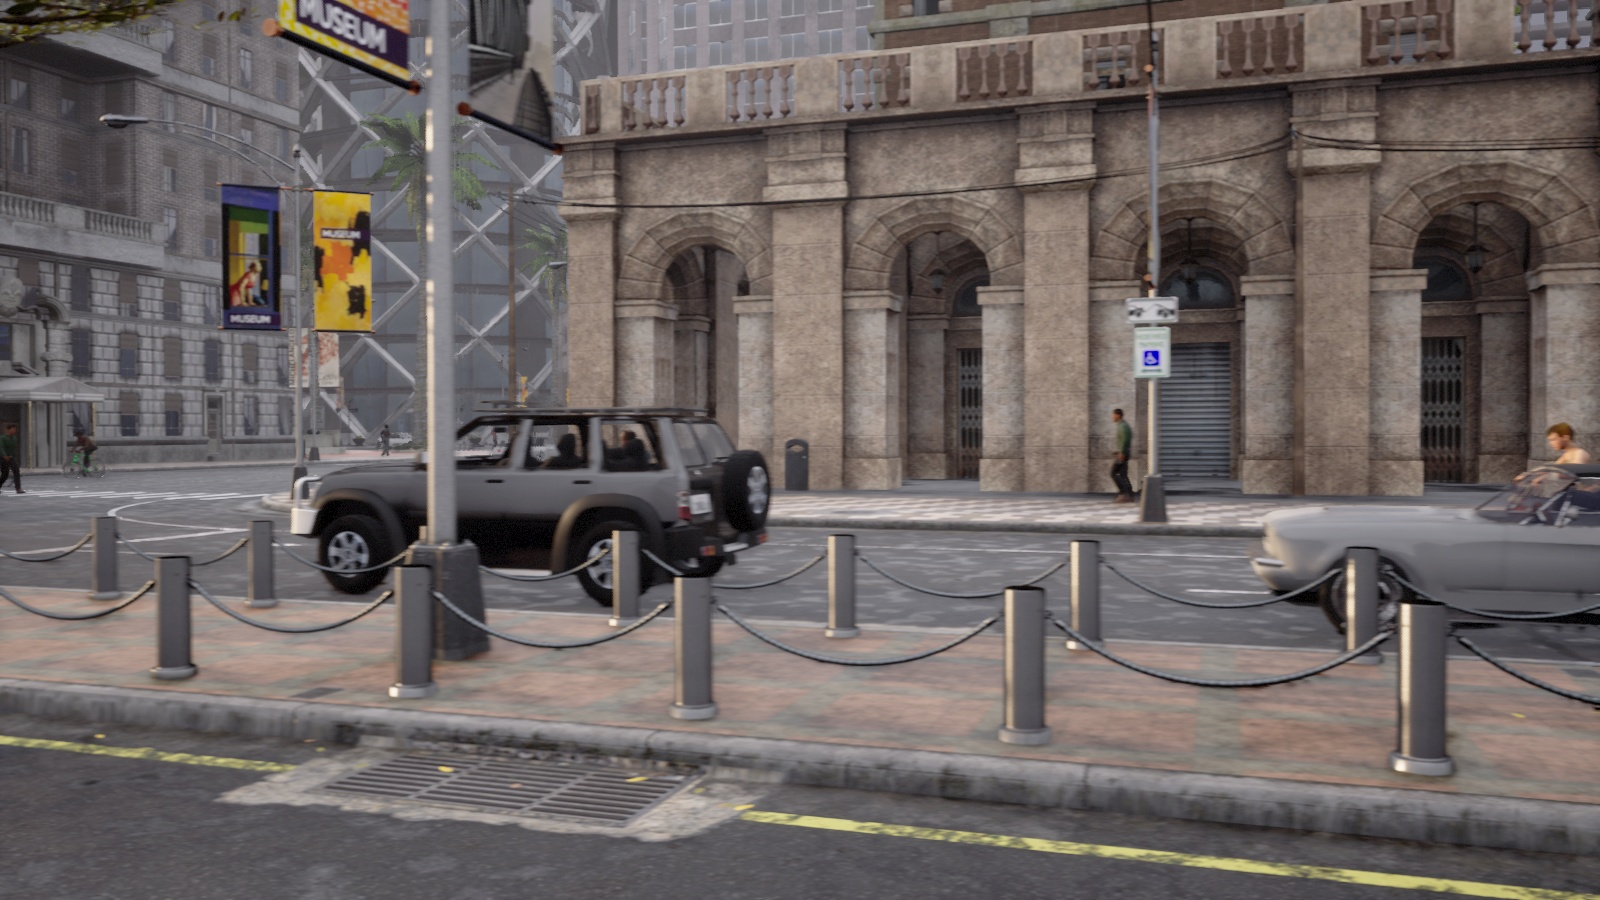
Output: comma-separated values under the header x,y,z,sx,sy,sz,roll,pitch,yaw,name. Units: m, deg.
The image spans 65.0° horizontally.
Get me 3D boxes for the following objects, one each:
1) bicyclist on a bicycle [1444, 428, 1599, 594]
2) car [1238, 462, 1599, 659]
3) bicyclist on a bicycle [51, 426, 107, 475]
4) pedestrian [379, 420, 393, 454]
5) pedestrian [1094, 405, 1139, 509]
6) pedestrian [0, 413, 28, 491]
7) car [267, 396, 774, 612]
x,y,z,sx,sy,sz,roll,pitch,yaw,name
7.489,0.586,12.810,1.509,1.612,0.866,1,1,18,bicyclist on a bicycle
5.879,0.794,9.656,4.718,1.301,1.895,1,1,19,car
-24.261,0.011,42.310,0.582,1.620,1.656,1,1,18,bicyclist on a bicycle
-23.178,-0.729,70.272,0.402,1.930,0.666,1,1,25,pedestrian
6.015,0.124,23.867,0.788,1.949,0.423,1,1,18,pedestrian
-20.033,0.035,31.804,0.788,1.949,0.423,1,1,19,pedestrian
-2.754,0.433,12.493,4.605,1.855,1.932,1,1,20,car
